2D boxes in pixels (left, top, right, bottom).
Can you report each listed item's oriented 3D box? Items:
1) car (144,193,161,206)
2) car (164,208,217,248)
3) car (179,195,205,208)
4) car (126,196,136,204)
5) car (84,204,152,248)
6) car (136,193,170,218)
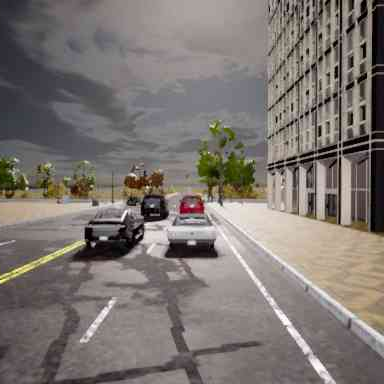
[{"bbox_3d":[-6.500,1.273,55.626,2.150,2.045,5.566,0,0,0],"label":"car"},{"bbox_3d":[0.000,1.609,14.682,1.895,1.301,4.718,0,0,0],"label":"car"},{"bbox_3d":[0.000,1.239,29.683,2.150,2.045,5.566,0,0,0],"label":"car"},{"bbox_3d":[-9.750,1.507,55.657,1.837,1.490,4.892,0,0,0],"label":"car"},{"bbox_3d":[-3.250,1.488,14.653,2.128,1.511,4.902,0,0,0],"label":"car"},{"bbox_3d":[-3.250,1.239,29.683,2.150,2.045,5.566,0,0,0],"label":"car"}]
